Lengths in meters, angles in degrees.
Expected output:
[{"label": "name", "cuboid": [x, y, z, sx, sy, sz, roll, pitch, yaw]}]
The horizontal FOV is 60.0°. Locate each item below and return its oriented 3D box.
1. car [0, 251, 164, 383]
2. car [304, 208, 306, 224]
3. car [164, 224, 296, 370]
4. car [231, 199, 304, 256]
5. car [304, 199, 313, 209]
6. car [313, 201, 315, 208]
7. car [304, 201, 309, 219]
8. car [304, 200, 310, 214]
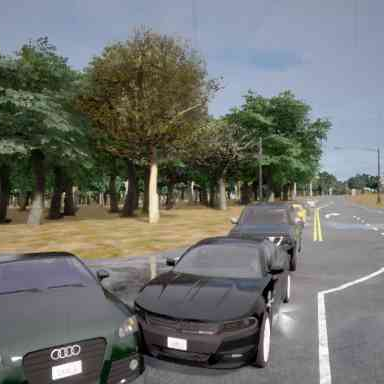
[{"label": "car", "cuboid": [-2.317, 1.643, 4.986, 1.994, 1.385, 4.181, 2, -2, -33]}, {"label": "car", "cuboid": [5.059, 1.775, 18.338, 1.895, 1.301, 4.718, -1, 0, 21]}, {"label": "car", "cuboid": [0.727, 1.613, 6.288, 1.882, 1.535, 5.008, -1, -2, 21]}, {"label": "car", "cuboid": [2.840, 1.460, 12.431, 2.150, 2.045, 5.566, -2, 0, 20]}, {"label": "car", "cuboid": [11.272, 1.563, 34.979, 2.097, 1.767, 4.553, -1, 0, 21]}, {"label": "car", "cuboid": [17.600, 1.757, 50.691, 1.812, 1.442, 4.674, -1, 0, 25]}, {"label": "car", "cuboid": [7.200, 1.664, 24.095, 1.882, 1.535, 5.008, -1, 0, 20]}, {"label": "car", "cuboid": [9.252, 1.725, 29.602, 1.812, 1.442, 4.674, -1, 0, 20]}]
